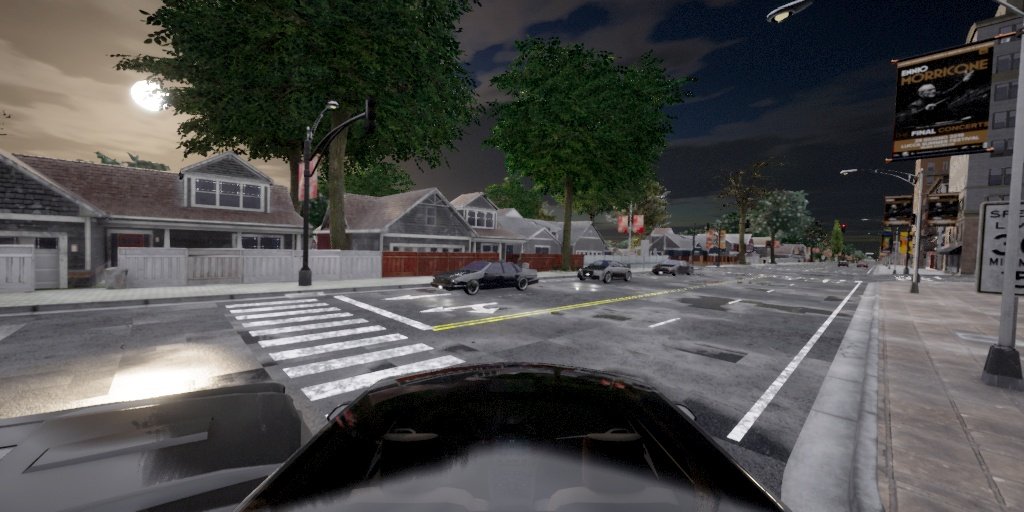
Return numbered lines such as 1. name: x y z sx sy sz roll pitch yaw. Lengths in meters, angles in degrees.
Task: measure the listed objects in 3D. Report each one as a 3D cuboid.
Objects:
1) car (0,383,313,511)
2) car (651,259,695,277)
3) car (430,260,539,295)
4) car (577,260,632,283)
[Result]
1. car: -3.306 1.295 1.218 4.718 1.301 1.895 1 2 -34
2. car: 14.200 1.008 31.391 5.357 1.411 2.033 0 2 -44
3. car: -1.029 0.901 16.579 5.357 1.411 2.033 0 2 -44
4. car: 6.118 0.966 23.545 4.181 1.385 1.994 0 2 -44
